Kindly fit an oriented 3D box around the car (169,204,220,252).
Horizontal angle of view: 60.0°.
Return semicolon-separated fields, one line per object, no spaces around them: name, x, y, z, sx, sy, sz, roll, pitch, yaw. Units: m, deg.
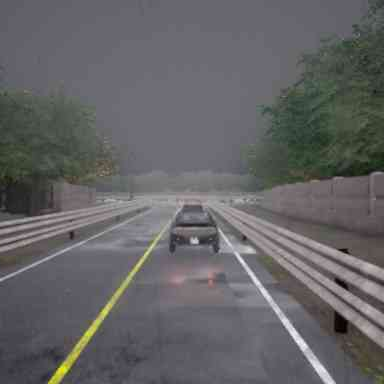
car;0.088;1.492;13.903;2.128;1.511;4.902;0;0;0

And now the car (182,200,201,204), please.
car;0.090;1.511;31.850;1.882;1.535;5.008;1;0;0
